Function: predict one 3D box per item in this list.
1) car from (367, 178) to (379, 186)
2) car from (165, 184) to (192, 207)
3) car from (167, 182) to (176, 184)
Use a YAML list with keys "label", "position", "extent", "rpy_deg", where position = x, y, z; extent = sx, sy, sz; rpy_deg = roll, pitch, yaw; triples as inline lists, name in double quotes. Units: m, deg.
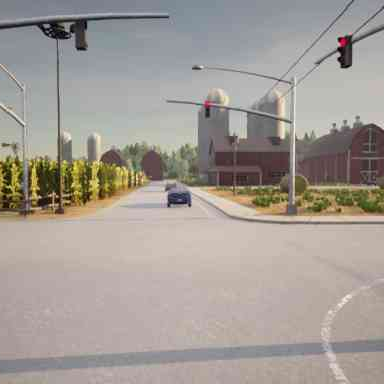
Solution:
- label: "car"
  position: [42.373, -2.331, 77.519]
  extent: [1.905, 1.878, 3.866]
  rpy_deg: [10, 10, 41]
- label: "car"
  position: [-1.111, 0.346, 27.600]
  extent: [1.882, 1.535, 5.008]
  rpy_deg: [0, 3, -5]
- label: "car"
  position: [-3.338, -0.812, 52.831]
  extent: [2.128, 1.511, 4.902]
  rpy_deg: [0, 3, -5]
